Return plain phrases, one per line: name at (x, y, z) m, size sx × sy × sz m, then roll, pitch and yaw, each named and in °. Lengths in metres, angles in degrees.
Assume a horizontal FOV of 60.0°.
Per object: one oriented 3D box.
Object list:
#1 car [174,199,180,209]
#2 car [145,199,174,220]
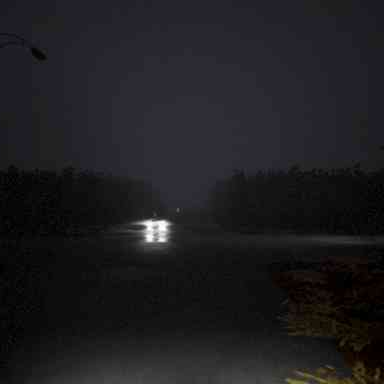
car at (-3.109, 1.955, 56.593) m, size 1.882 × 1.535 × 5.008 m, roll 0°, pitch -1°, yaw 0°
car at (-3.105, 1.671, 30.380) m, size 2.128 × 1.511 × 4.902 m, roll 0°, pitch 0°, yaw 0°
